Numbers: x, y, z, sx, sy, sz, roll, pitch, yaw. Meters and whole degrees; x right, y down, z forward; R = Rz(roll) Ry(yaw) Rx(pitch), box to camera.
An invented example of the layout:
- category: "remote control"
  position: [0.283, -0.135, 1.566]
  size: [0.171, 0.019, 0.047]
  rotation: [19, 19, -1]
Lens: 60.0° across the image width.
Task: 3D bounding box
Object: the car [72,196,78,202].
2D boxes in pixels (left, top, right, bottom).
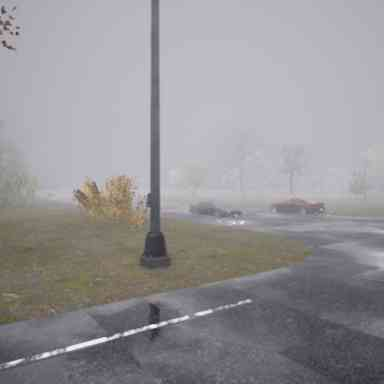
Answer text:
- category: "car"
  position: [-18.919, 0.945, 56.371]
  size: [1.994, 1.385, 4.181]
  rotation: [-1, 1, -35]

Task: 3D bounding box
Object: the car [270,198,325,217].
- category: "car"
  position: [9.032, 1.238, 28.866]
  size: [1.882, 1.535, 5.008]
  rotation: [-1, 1, -35]

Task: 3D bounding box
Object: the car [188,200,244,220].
- category: "car"
  position: [1.812, 1.357, 26.945]
  size: [2.033, 1.411, 5.357]
  rotation: [-1, 1, -35]

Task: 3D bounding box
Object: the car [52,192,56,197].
- category: "car"
  position: [-35.515, 0.495, 84.072]
  size: [1.812, 1.442, 4.674]
  rotation: [-1, 1, -28]
